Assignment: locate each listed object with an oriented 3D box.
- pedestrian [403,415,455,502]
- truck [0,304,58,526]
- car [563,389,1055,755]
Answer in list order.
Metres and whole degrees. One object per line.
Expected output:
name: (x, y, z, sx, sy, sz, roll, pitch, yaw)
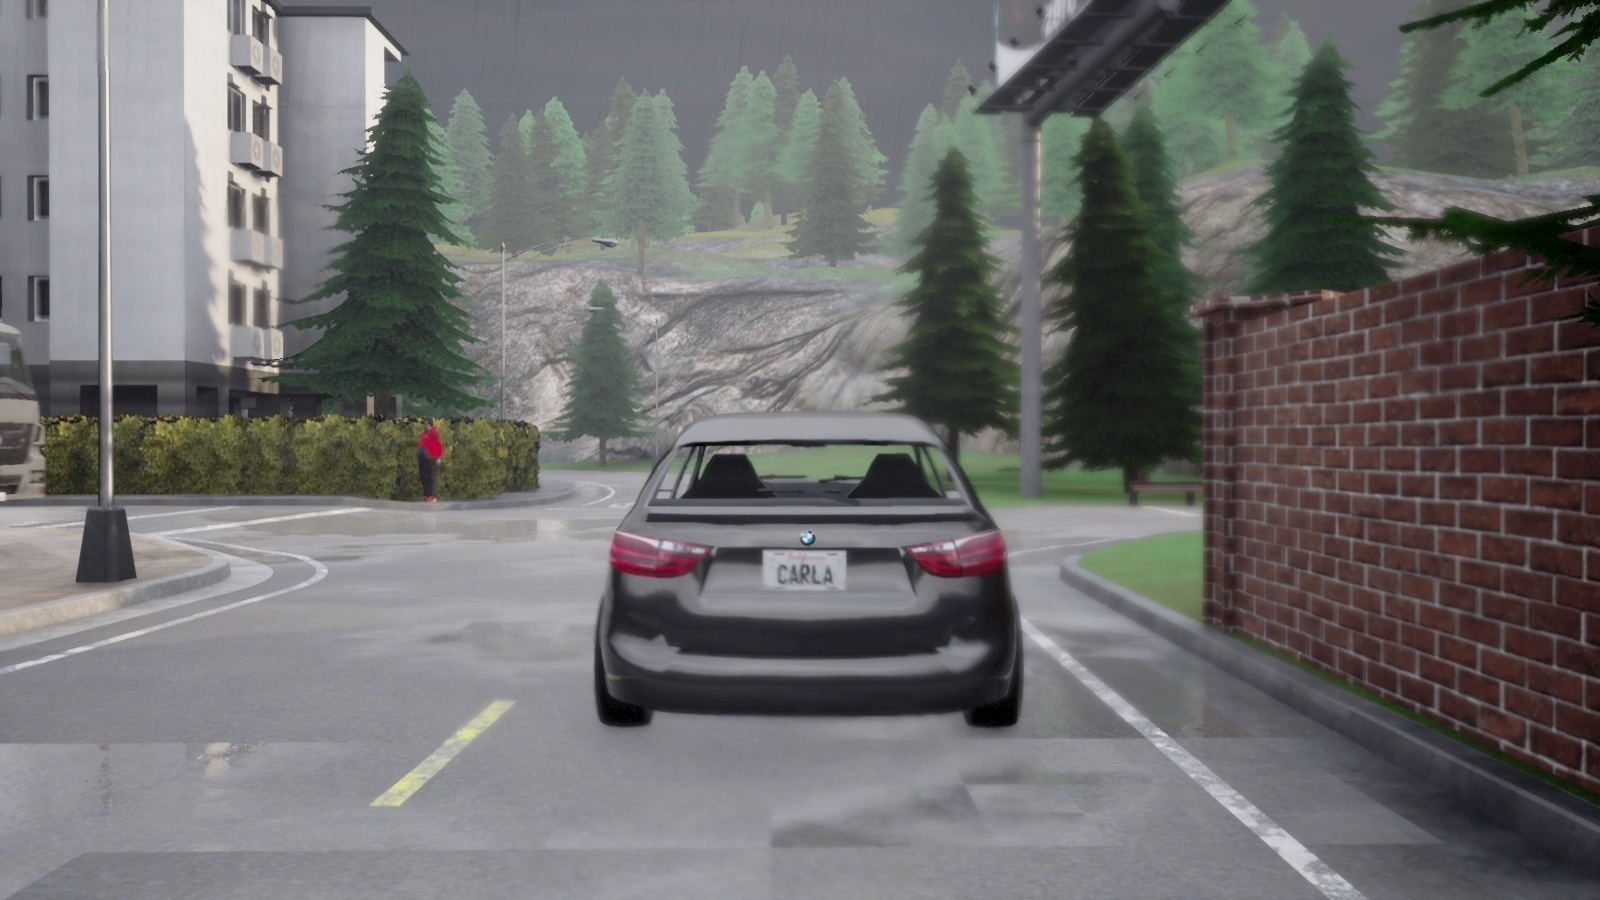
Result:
pedestrian: (-8.061, 0.181, 27.282, 0.899, 1.844, 0.634, 0, 1, -45)
truck: (-16.490, -0.551, 19.719, 7.936, 3.462, 2.891, 0, 0, -1)
car: (0.060, 0.539, 8.027, 2.242, 1.667, 4.611, 0, 0, 1)
